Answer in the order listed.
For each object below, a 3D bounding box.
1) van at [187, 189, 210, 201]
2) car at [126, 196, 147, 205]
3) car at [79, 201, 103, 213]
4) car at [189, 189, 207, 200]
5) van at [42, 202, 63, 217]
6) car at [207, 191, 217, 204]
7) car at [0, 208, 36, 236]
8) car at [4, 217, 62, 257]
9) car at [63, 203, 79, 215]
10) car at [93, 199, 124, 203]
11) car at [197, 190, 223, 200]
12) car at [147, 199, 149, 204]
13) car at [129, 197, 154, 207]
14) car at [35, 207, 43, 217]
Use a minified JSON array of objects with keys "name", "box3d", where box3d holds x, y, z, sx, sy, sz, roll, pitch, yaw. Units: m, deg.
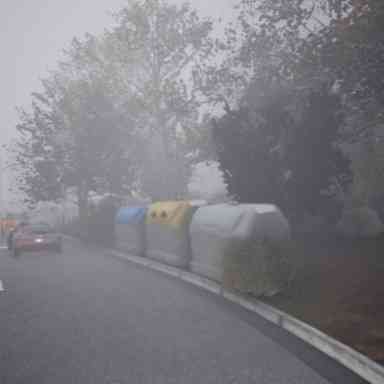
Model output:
[{"name":"van","box3d":[1.070,0.572,60.602,1.878,1.987,4.442,-5,1,-33]},{"name":"car","box3d":[-7.967,1.571,39.135,2.435,2.045,5.566,-5,1,-33]},{"name":"car","box3d":[-15.204,2.181,49.759,1.946,1.575,5.366,-5,1,-33]},{"name":"car","box3d":[-1.013,0.971,43.729,2.435,2.045,5.566,-5,1,-33]},{"name":"van","box3d":[-20.052,2.377,46.925,1.878,1.987,4.442,-5,1,-33]},{"name":"car","box3d":[1.355,1.054,45.216,2.163,1.488,4.792,-5,1,-33]},{"name":"car","box3d":[-13.950,2.399,26.556,2.097,1.767,4.553,0,-1,-28]},{"name":"car","box3d":[-7.461,2.099,15.671,1.994,1.385,4.181,-1,-2,-32]},{"name":"car","box3d":[-17.620,2.423,48.349,2.163,1.488,4.792,-5,1,-33]},{"name":"car","box3d":[-10.181,1.766,37.671,2.435,2.045,5.566,-5,1,-33]},{"name":"car","box3d":[3.353,0.605,62.248,2.231,1.521,4.892,-5,1,-33]},{"name":"car","box3d":[-5.511,1.650,40.717,2.002,1.452,4.674,-5,1,-33]},{"name":"car","box3d":[-8.323,1.615,54.562,2.163,1.488,4.792,-5,1,-33]},{"name":"car","box3d":[-22.317,2.834,45.315,2.163,1.488,4.792,-5,1,-33]}]
